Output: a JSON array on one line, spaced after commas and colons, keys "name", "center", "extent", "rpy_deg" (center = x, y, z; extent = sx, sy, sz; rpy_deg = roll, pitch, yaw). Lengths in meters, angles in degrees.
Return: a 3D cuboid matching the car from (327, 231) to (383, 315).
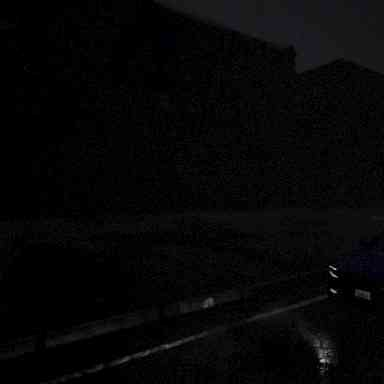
[{"name": "car", "center": [4.759, 1.427, 6.775], "extent": [5.008, 1.535, 1.882], "rpy_deg": [2, -1, -36]}]
